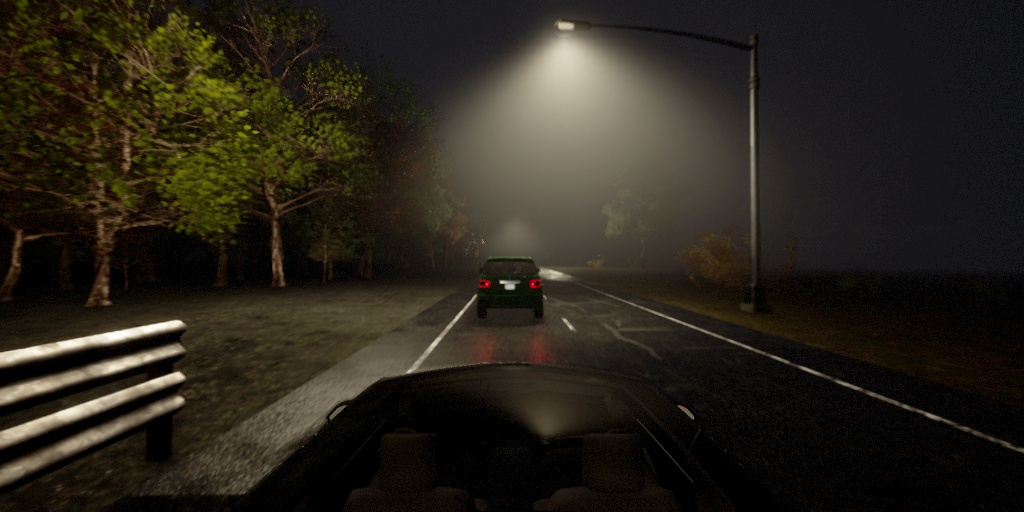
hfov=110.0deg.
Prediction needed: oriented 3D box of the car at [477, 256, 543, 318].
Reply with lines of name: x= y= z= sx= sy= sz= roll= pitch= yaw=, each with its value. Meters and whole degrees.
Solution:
car: x=-0.078 y=1.037 z=13.501 sx=2.150 sy=2.045 sz=5.566 roll=0 pitch=0 yaw=0
